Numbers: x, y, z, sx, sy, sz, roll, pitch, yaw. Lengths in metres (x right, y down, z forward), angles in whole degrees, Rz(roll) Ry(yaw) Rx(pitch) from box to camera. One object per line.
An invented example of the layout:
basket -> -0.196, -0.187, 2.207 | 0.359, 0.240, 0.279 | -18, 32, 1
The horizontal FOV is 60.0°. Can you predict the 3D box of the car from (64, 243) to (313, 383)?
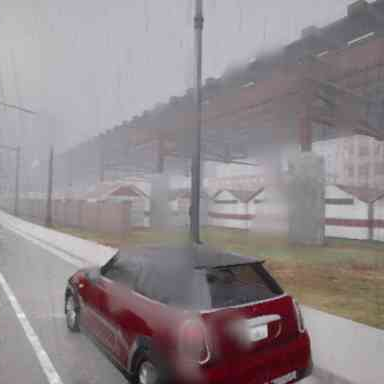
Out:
car -> -0.501, 1.602, 5.341 | 2.097, 1.767, 4.553 | 3, -3, -35
